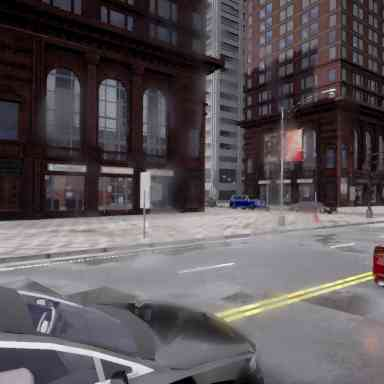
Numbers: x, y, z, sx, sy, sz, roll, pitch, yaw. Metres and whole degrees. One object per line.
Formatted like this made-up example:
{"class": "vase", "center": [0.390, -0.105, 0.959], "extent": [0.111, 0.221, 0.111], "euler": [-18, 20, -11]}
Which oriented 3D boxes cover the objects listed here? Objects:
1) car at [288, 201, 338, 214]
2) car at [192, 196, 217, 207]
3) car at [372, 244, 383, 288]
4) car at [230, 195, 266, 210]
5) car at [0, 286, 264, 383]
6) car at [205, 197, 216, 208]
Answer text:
{"class": "car", "center": [13.390, 1.725, 37.122], "extent": [2.033, 1.411, 5.357], "euler": [1, -1, -35]}
{"class": "car", "center": [2.136, 1.680, 58.478], "extent": [2.097, 1.767, 4.553], "euler": [1, 0, -36]}
{"class": "car", "center": [6.260, 1.489, 7.897], "extent": [5.008, 1.535, 1.882], "euler": [0, 0, -35]}
{"class": "car", "center": [7.512, 1.445, 45.399], "extent": [2.150, 2.045, 5.566], "euler": [1, -1, -35]}
{"class": "car", "center": [-1.569, 1.492, 2.326], "extent": [4.902, 1.511, 2.128], "euler": [0, 0, -35]}
{"class": "car", "center": [1.693, 1.834, 53.592], "extent": [1.994, 1.385, 4.181], "euler": [1, -1, -35]}
